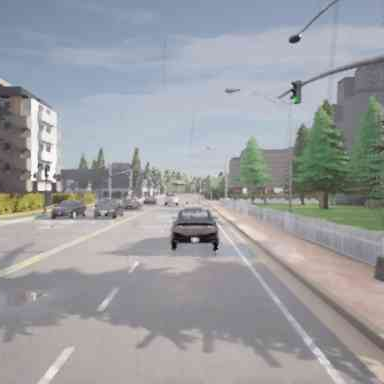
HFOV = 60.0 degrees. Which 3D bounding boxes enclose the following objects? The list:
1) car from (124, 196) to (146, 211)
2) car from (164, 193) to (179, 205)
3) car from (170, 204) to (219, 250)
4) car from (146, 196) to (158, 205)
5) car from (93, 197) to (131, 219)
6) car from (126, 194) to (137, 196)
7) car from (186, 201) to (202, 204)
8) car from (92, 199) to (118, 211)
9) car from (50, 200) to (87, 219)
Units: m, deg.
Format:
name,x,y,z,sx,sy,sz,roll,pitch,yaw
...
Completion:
name,x,y,z,sx,sy,sz,roll,pitch,yaw
car,-7.063,1.548,39.279,1.994,1.385,4.181,0,0,0
car,-3.464,1.199,56.508,2.150,2.045,5.566,0,0,0
car,0.109,1.486,14.299,2.128,1.511,4.902,0,0,0
car,-6.964,1.466,56.594,1.882,1.535,5.008,0,0,0
car,-7.076,1.480,28.839,2.128,1.511,4.902,0,0,0
car,-10.463,1.050,56.683,2.097,1.767,4.553,0,0,0
car,0.123,1.586,36.067,1.895,1.301,4.718,0,0,0
car,-10.558,1.548,40.624,1.994,1.385,4.181,0,0,0
car,-10.573,1.493,28.886,1.837,1.490,4.892,0,0,0
